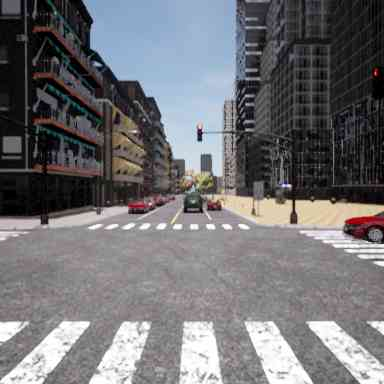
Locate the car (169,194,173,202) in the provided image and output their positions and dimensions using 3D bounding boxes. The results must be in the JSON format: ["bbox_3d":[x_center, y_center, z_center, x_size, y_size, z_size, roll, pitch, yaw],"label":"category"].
[{"bbox_3d":[-5.606,1.623,69.344,1.802,1.307,4.206,-1,0,0],"label":"car"}]

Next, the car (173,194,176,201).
[{"bbox_3d":[-5.586,1.371,86.291,2.192,1.841,5.009,-1,0,0],"label":"car"}]

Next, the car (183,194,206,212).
[{"bbox_3d":[0.166,1.239,38.990,2.150,2.045,5.566,0,0,1],"label":"car"}]

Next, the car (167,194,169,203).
[{"bbox_3d":[-5.623,1.472,58.046,1.967,1.590,4.097,-1,0,0],"label":"car"}]

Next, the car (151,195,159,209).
[{"bbox_3d":[-5.646,1.459,41.099,1.967,1.590,4.097,-1,0,0],"label":"car"}]

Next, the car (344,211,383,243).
[{"bbox_3d":[9.569,1.432,15.081,5.008,1.535,1.882,0,1,4],"label":"car"}]

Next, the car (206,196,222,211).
[{"bbox_3d":[2.702,1.564,41.145,1.887,1.381,4.507,-1,0,0],"label":"car"}]

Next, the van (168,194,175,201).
[{"bbox_3d":[-5.578,1.403,91.939,1.690,1.788,3.998,-1,0,0],"label":"van"}]

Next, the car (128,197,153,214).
[{"bbox_3d":[-5.652,1.561,35.450,1.887,1.381,4.507,-1,0,0],"label":"car"}]

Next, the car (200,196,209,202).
[{"bbox_3d":[2.749,1.591,75.039,1.887,1.381,4.507,-1,0,0],"label":"car"}]

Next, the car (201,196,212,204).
[{"bbox_3d":[2.734,1.587,63.741,2.008,1.369,4.403,-1,0,0],"label":"car"}]

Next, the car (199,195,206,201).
[{"bbox_3d":[2.772,1.587,92.156,1.752,1.417,4.829,-1,0,0],"label":"car"}]

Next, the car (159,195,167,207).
[{"bbox_3d":[-5.632,1.342,52.398,2.192,1.841,5.009,-1,0,0],"label":"car"}]
